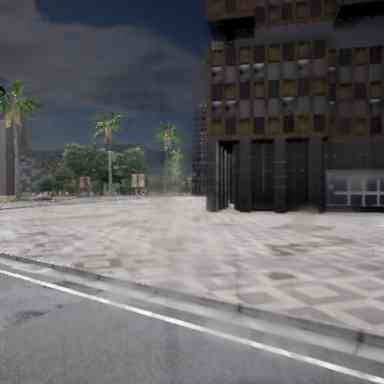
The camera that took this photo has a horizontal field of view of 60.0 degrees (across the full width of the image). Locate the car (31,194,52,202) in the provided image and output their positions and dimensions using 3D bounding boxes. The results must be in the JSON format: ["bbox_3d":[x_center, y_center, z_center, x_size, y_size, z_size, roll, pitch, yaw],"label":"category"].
[{"bbox_3d":[-29.078,1.161,64.464,1.812,1.442,4.674,0,1,12],"label":"car"}]

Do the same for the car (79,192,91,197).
[{"bbox_3d":[-26.144,0.805,80.603,1.837,1.490,4.892,0,1,9],"label":"car"}]
